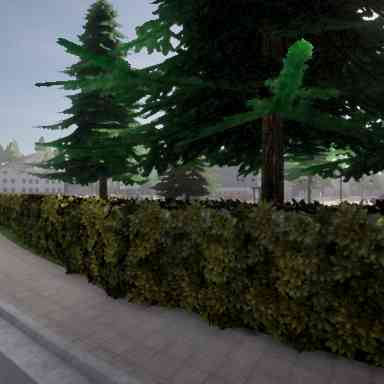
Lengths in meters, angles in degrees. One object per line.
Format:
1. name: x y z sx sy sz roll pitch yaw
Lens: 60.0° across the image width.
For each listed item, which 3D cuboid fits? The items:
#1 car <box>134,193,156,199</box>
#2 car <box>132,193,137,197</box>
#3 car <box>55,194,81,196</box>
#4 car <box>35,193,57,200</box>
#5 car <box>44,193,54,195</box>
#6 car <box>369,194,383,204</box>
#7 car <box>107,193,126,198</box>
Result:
1. car: -7.945 1.384 60.661 3.806 1.475 1.970 0 0 -36
2. car: -10.904 1.097 77.745 4.605 1.855 1.932 0 0 -36
3. car: -23.868 1.320 63.995 3.633 1.501 1.845 0 0 -36
4. car: -36.346 1.097 82.672 4.605 1.855 1.932 0 0 -36
5. car: -29.661 1.298 72.138 4.514 1.523 2.007 0 0 -36
6. car: 30.061 1.209 50.643 2.150 2.045 5.566 0 0 -33
7. car: -20.394 1.153 90.259 5.027 1.636 2.152 0 0 -36
